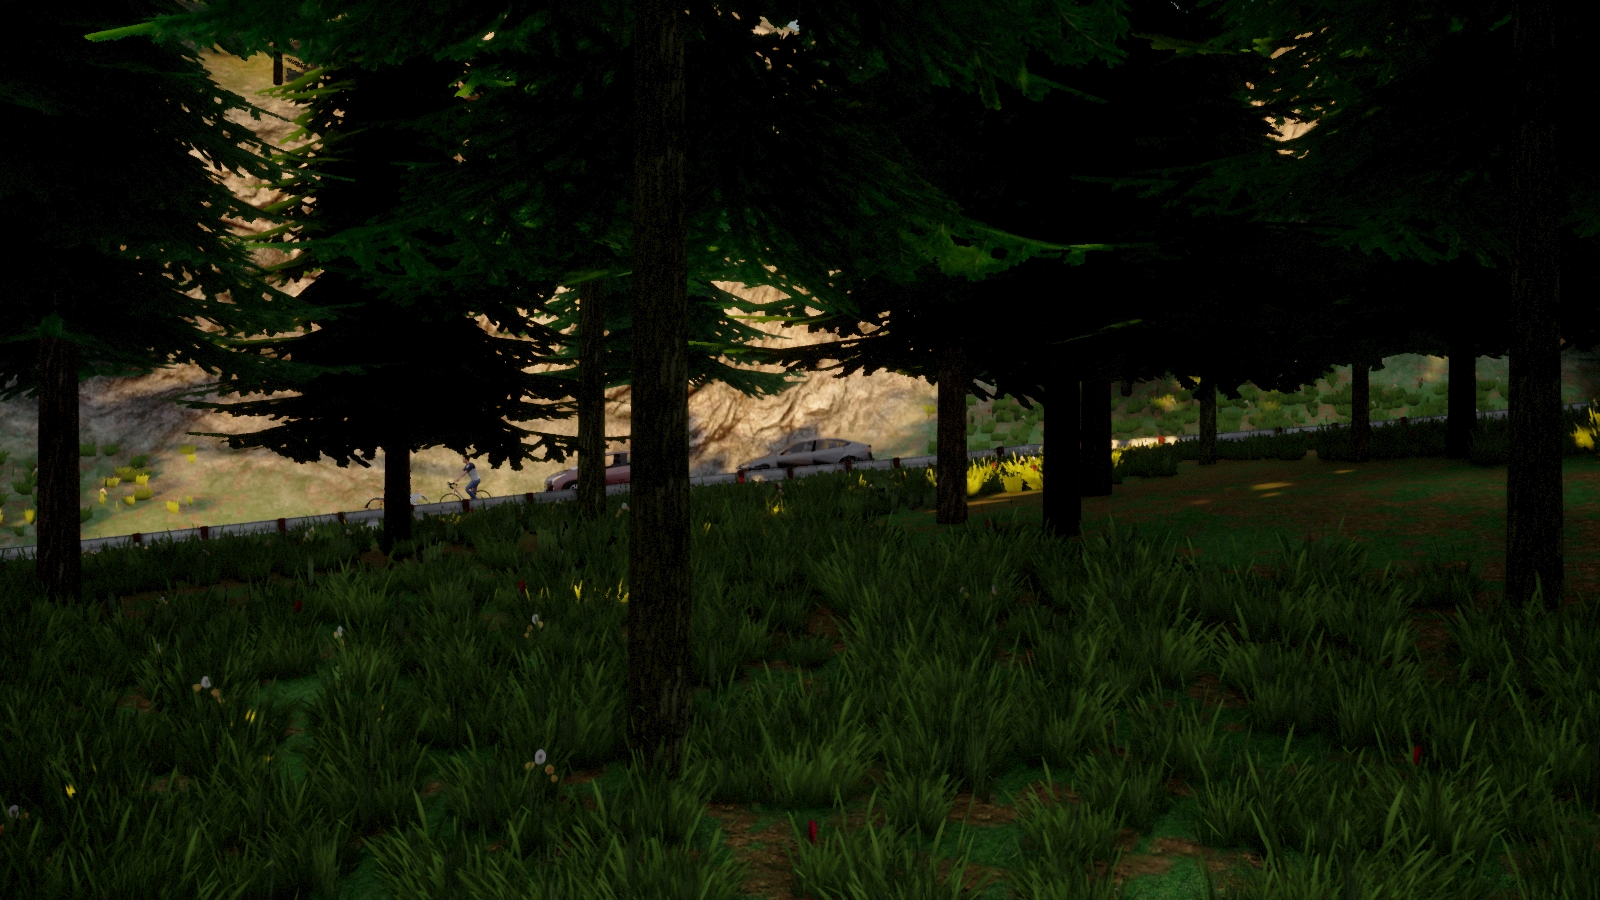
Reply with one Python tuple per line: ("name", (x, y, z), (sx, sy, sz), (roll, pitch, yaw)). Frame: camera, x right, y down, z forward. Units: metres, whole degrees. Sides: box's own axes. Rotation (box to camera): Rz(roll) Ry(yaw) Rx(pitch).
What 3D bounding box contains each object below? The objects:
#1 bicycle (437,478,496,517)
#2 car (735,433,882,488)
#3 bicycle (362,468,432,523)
("bicycle", (-10.252, 1.440, 35.171), (1.643, 1.024, 0.373), (-5, 3, -36))
("car", (0.241, 0.347, 39.658), (4.792, 1.488, 2.163), (-4, 1, -7))
("bicycle", (-12.143, 1.361, 34.451), (1.835, 1.471, 0.329), (-5, 3, -29))
